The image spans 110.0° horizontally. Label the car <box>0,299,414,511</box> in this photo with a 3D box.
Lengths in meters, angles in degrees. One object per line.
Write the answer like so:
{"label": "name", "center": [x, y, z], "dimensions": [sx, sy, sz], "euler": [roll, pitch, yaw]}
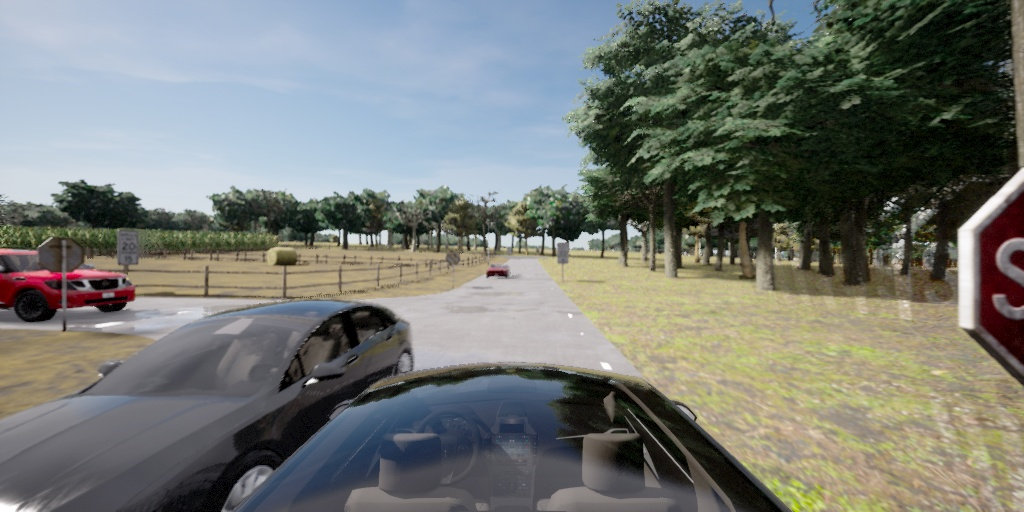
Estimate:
{"label": "car", "center": [-2.524, 1.300, 3.828], "dimensions": [1.837, 1.490, 4.892], "euler": [0, -1, 3]}

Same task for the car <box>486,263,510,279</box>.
{"label": "car", "center": [-1.177, 1.294, 31.591], "dimensions": [1.895, 1.301, 4.718], "euler": [0, 1, 3]}

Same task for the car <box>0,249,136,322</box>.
{"label": "car", "center": [-15.153, 0.810, 11.125], "dimensions": [5.566, 2.045, 2.150], "euler": [1, 0, 2]}
